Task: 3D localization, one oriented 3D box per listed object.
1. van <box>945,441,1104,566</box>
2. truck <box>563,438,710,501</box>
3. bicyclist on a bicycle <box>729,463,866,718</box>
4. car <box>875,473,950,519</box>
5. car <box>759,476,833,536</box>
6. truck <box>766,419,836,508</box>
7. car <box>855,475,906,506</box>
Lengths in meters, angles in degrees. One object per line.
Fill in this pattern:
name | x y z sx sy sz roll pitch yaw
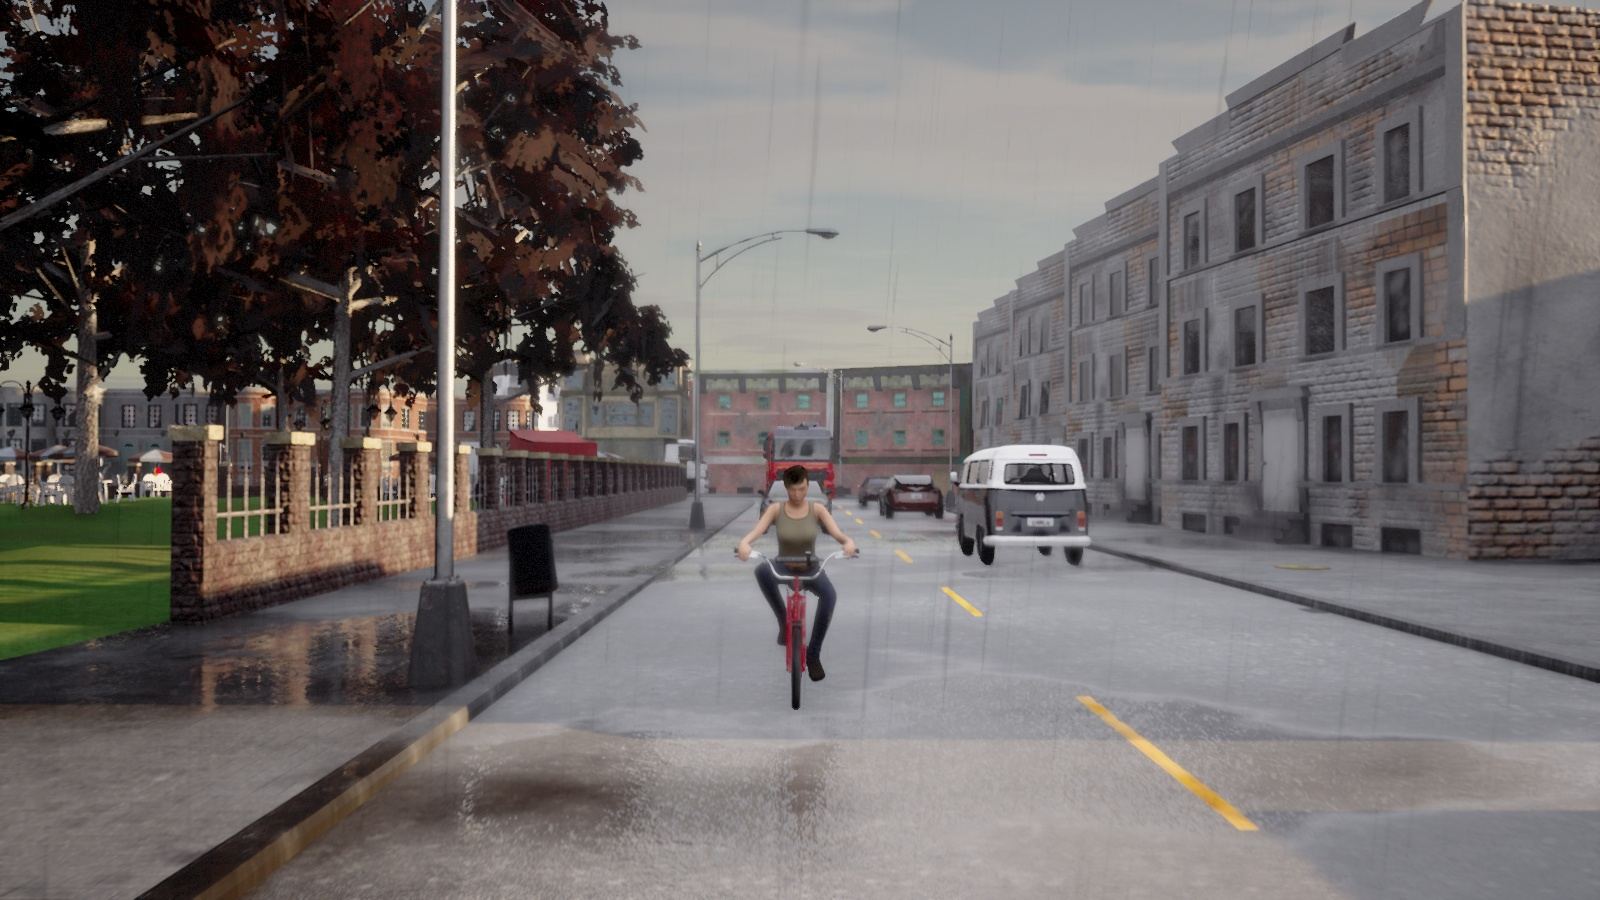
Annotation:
van | 3.935 0.919 22.814 2.069 2.038 4.480 0 -1 0
truck | -9.116 1.096 70.722 7.936 3.462 2.891 0 -1 0
bicyclist on a bicycle | -0.017 0.903 8.713 0.866 1.612 1.509 0 -1 0
car | 3.854 1.561 43.945 2.163 1.488 4.792 0 -1 0
car | -0.104 1.417 33.200 1.812 1.442 4.674 0 -1 0
truck | -0.072 0.661 58.316 2.891 3.827 8.468 0 -1 -2
car | 3.792 1.887 59.972 2.033 1.411 5.357 0 -1 0
